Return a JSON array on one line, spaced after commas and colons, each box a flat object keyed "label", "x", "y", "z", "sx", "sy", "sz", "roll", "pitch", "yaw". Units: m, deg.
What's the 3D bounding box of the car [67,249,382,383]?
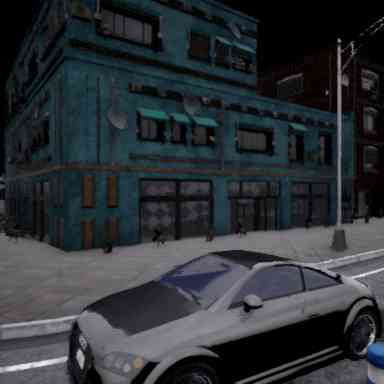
[{"label": "car", "x": 0.567, "y": 1.543, "z": 4.466, "sx": 4.181, "sy": 1.385, "sz": 1.994, "roll": 0, "pitch": 0, "yaw": -30}]
